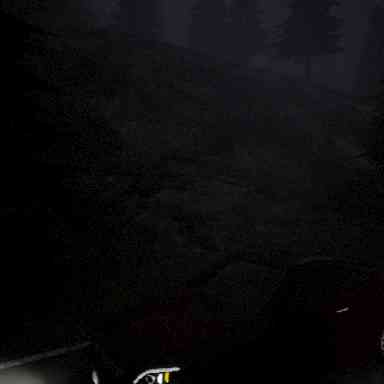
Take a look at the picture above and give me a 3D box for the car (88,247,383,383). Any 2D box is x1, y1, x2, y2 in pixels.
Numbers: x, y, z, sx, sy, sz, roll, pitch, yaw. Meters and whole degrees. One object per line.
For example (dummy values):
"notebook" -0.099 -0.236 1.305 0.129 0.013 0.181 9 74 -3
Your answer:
"car" 1.055 1.539 4.440 4.674 1.442 1.812 1 0 -32
